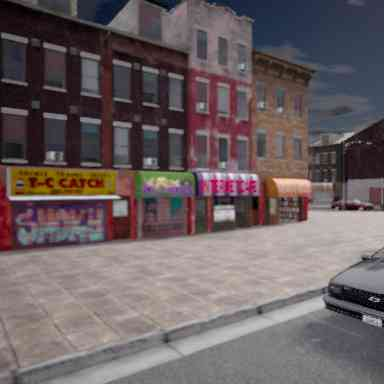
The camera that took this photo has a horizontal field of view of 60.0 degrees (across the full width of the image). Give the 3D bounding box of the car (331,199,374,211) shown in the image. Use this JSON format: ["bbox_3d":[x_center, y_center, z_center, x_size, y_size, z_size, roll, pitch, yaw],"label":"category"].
[{"bbox_3d":[18.018,1.488,37.454,1.887,1.381,4.507,-1,0,-36],"label":"car"}]

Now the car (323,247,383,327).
[{"bbox_3d":[4.871,1.534,6.543,5.357,1.411,2.033,0,0,-35],"label":"car"}]
